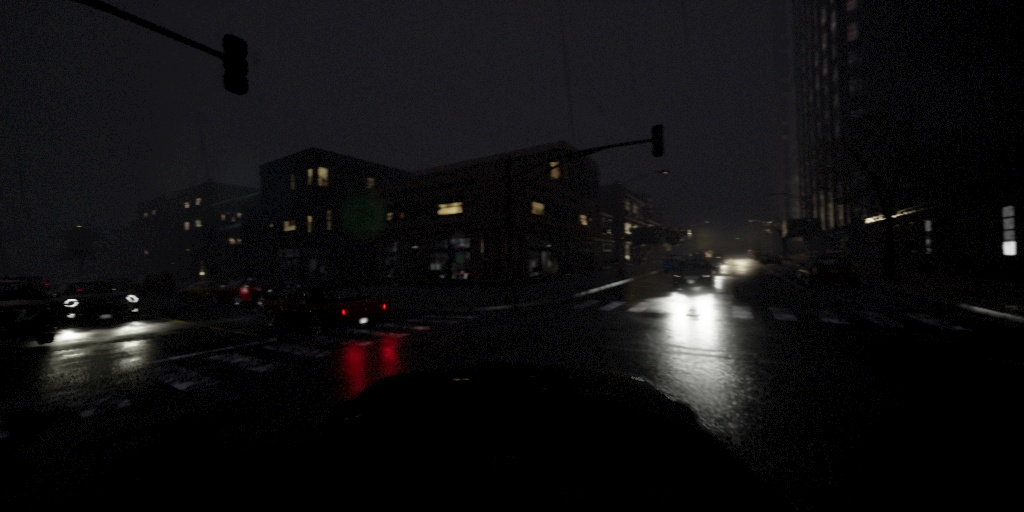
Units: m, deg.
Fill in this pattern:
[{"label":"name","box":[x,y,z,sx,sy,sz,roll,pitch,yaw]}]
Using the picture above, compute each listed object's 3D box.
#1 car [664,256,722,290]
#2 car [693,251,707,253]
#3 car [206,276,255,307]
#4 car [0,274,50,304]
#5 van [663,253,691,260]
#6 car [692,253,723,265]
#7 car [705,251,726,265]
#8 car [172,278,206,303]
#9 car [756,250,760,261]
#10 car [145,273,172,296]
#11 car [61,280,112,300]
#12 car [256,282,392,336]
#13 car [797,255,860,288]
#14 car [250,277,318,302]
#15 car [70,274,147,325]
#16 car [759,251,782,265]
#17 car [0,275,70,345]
[{"label":"car","box":[9.883,0.941,19.365,2.128,1.511,4.902,-2,0,31]},{"label":"car","box":[29.156,0.181,56.000,2.192,1.841,5.009,0,0,31]},{"label":"car","box":[-15.118,1.916,20.262,4.097,1.591,1.967,0,0,32]},{"label":"car","box":[-37.986,2.504,27.825,5.566,2.045,2.150,-3,-1,33]},{"label":"van","box":[14.779,0.641,32.361,1.690,1.789,3.998,0,0,31]},{"label":"car","box":[16.178,0.787,29.699,1.812,1.442,4.674,-2,1,31]},{"label":"car","box":[27.134,0.437,47.554,1.837,1.490,4.892,-2,0,32]},{"label":"car","box":[-19.961,2.192,23.296,4.829,1.417,1.751,0,0,32]},{"label":"car","box":[33.520,0.269,47.051,1.751,1.417,4.829,0,0,31]},{"label":"car","box":[-29.215,2.361,29.094,5.009,1.841,2.192,0,0,32]},{"label":"car","box":[-35.708,2.801,30.044,5.357,1.411,2.033,-2,-1,33]},{"label":"car","box":[-6.131,1.659,11.632,4.718,1.301,1.895,-2,-1,34]},{"label":"car","box":[16.176,0.705,18.535,1.967,1.591,4.097,0,0,31]},{"label":"car","box":[-10.420,1.852,17.317,4.313,1.339,1.948,0,0,32]},{"label":"car","box":[-17.367,1.798,14.833,4.553,1.767,2.097,-2,-1,32]},{"label":"car","box":[30.644,0.356,42.323,1.751,1.417,4.829,0,0,31]},{"label":"car","box":[-14.867,1.606,10.215,5.009,1.841,2.192,0,0,32]}]
